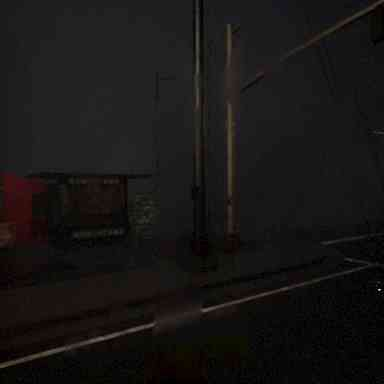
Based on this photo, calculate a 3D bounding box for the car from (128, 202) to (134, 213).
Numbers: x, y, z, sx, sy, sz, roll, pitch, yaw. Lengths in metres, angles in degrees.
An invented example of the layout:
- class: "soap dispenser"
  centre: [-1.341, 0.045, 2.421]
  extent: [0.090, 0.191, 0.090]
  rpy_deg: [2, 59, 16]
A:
- class: "car"
  centre: [-7.596, 1.830, 39.987]
  extent: [1.895, 1.301, 4.718]
  rpy_deg: [-1, 0, -36]
